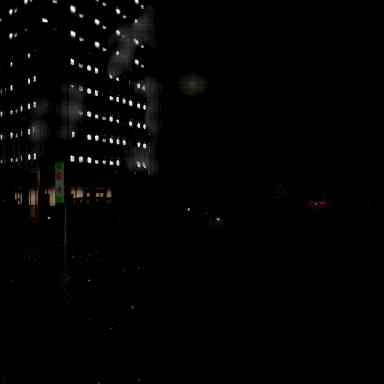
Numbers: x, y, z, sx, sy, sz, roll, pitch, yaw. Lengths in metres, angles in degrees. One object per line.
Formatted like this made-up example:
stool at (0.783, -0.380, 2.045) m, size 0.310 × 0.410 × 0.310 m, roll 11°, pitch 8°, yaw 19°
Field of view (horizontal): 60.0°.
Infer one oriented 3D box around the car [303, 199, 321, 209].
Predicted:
car at (19.136, 1.879, 52.758) m, size 1.812 × 1.442 × 4.674 m, roll 0°, pitch 0°, yaw 31°

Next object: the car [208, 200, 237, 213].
car at (3.776, 1.753, 41.100) m, size 1.882 × 1.535 × 5.008 m, roll 0°, pitch -1°, yaw 34°

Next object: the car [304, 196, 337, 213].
car at (16.400, 1.502, 42.254) m, size 2.150 × 2.045 × 5.566 m, roll 0°, pitch -1°, yaw 34°

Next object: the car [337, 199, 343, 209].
car at (21.914, 1.817, 51.071) m, size 1.882 × 1.535 × 5.008 m, roll 0°, pitch 0°, yaw 31°

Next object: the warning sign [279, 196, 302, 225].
warning sign at (6.804, 1.251, 22.976) m, size 1.300 × 1.860 × 1.060 m, roll 0°, pitch 0°, yaw 34°

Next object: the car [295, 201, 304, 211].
car at (14.118, 1.900, 44.697) m, size 1.895 × 1.301 × 4.718 m, roll 0°, pitch -1°, yaw 33°

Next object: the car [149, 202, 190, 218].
car at (-2.125, 1.715, 32.431) m, size 1.837 × 1.490 × 4.892 m, roll 0°, pitch -1°, yaw 35°

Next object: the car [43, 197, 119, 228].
car at (-7.822, 1.367, 24.099) m, size 2.150 × 2.045 × 5.566 m, roll 0°, pitch -1°, yaw 34°
